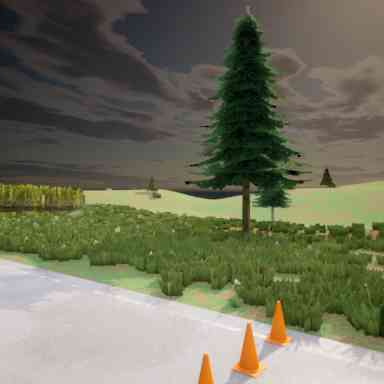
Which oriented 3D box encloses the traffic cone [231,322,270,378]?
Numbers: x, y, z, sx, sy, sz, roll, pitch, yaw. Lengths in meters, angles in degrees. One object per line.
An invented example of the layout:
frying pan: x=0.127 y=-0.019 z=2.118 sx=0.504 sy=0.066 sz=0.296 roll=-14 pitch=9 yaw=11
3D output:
traffic cone: x=0.729 y=1.955 z=4.242 sx=0.340 sy=0.580 sz=0.340 roll=0 pitch=0 yaw=36

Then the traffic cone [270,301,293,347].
traffic cone: x=1.314 y=1.955 z=5.053 sx=0.340 sy=0.580 sz=0.340 roll=0 pitch=0 yaw=36

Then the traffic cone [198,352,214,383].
traffic cone: x=0.145 y=1.955 z=3.431 sx=0.340 sy=0.580 sz=0.340 roll=0 pitch=0 yaw=36
